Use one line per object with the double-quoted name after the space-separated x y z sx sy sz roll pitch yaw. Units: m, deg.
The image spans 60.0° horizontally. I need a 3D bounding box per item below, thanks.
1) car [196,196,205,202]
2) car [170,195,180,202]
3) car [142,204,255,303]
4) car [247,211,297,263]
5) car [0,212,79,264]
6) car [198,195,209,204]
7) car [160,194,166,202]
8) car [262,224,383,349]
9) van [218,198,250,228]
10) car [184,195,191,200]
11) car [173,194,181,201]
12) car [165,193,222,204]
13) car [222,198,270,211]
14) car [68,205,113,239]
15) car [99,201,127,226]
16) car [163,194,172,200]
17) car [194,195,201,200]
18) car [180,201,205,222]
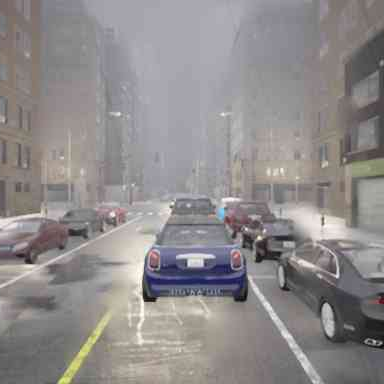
2.026 1.610 77.995 1.802 1.307 4.206 0 0 -1 "car"
-3.769 1.551 75.459 2.128 1.511 4.902 0 0 -1 "car"
0.027 1.351 8.376 2.097 1.767 4.553 0 0 -1 "car"
2.817 1.564 11.752 1.947 1.339 4.313 0 0 0 "car"
-5.708 1.580 11.712 1.802 1.307 4.206 0 0 0 "car"
2.318 1.457 66.688 1.967 1.590 4.097 0 0 -1 "car"
-6.497 1.468 77.783 1.967 1.590 4.097 0 0 -1 "car"
2.839 1.550 6.229 2.008 1.369 4.403 0 0 0 "car"
2.775 1.338 22.800 1.690 1.788 3.998 0 0 0 "van"
-1.192 1.602 91.920 1.994 1.385 4.181 0 0 -1 "car"
-4.171 1.397 91.039 2.097 1.767 4.553 0 0 -1 "car"
0.039 1.219 16.387 2.150 2.045 5.566 0 0 0 "car"
2.796 1.313 17.276 2.192 1.841 5.009 0 0 0 "car"
-5.730 1.564 17.237 1.947 1.339 4.313 0 0 0 "car"
-5.751 1.437 22.761 1.967 1.590 4.097 0 0 0 "car"
-6.936 1.376 94.743 2.192 1.841 5.009 0 0 -1 "car"
1.586 1.606 94.949 1.887 1.381 4.507 0 0 -1 "car"
-0.004 1.522 26.953 1.812 1.442 4.674 0 0 -1 "car"
